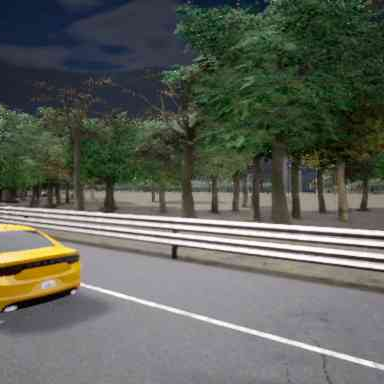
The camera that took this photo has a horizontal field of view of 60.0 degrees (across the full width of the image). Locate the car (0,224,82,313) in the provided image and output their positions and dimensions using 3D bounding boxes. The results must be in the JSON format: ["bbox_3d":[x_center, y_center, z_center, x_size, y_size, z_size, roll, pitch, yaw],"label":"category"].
[{"bbox_3d":[-4.502,1.455,7.344,5.008,1.535,1.882,1,0,37],"label":"car"}]
